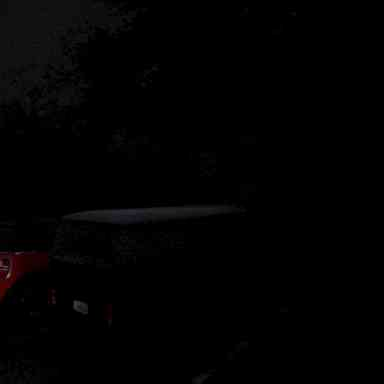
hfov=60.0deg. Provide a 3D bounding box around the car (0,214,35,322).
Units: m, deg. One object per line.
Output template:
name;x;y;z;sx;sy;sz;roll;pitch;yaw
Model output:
car;-2.537;1.320;7.591;2.185;1.767;4.553;0;0;36

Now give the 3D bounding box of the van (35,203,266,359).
van;-0.188;1.233;6.094;1.878;1.987;4.442;0;0;36
